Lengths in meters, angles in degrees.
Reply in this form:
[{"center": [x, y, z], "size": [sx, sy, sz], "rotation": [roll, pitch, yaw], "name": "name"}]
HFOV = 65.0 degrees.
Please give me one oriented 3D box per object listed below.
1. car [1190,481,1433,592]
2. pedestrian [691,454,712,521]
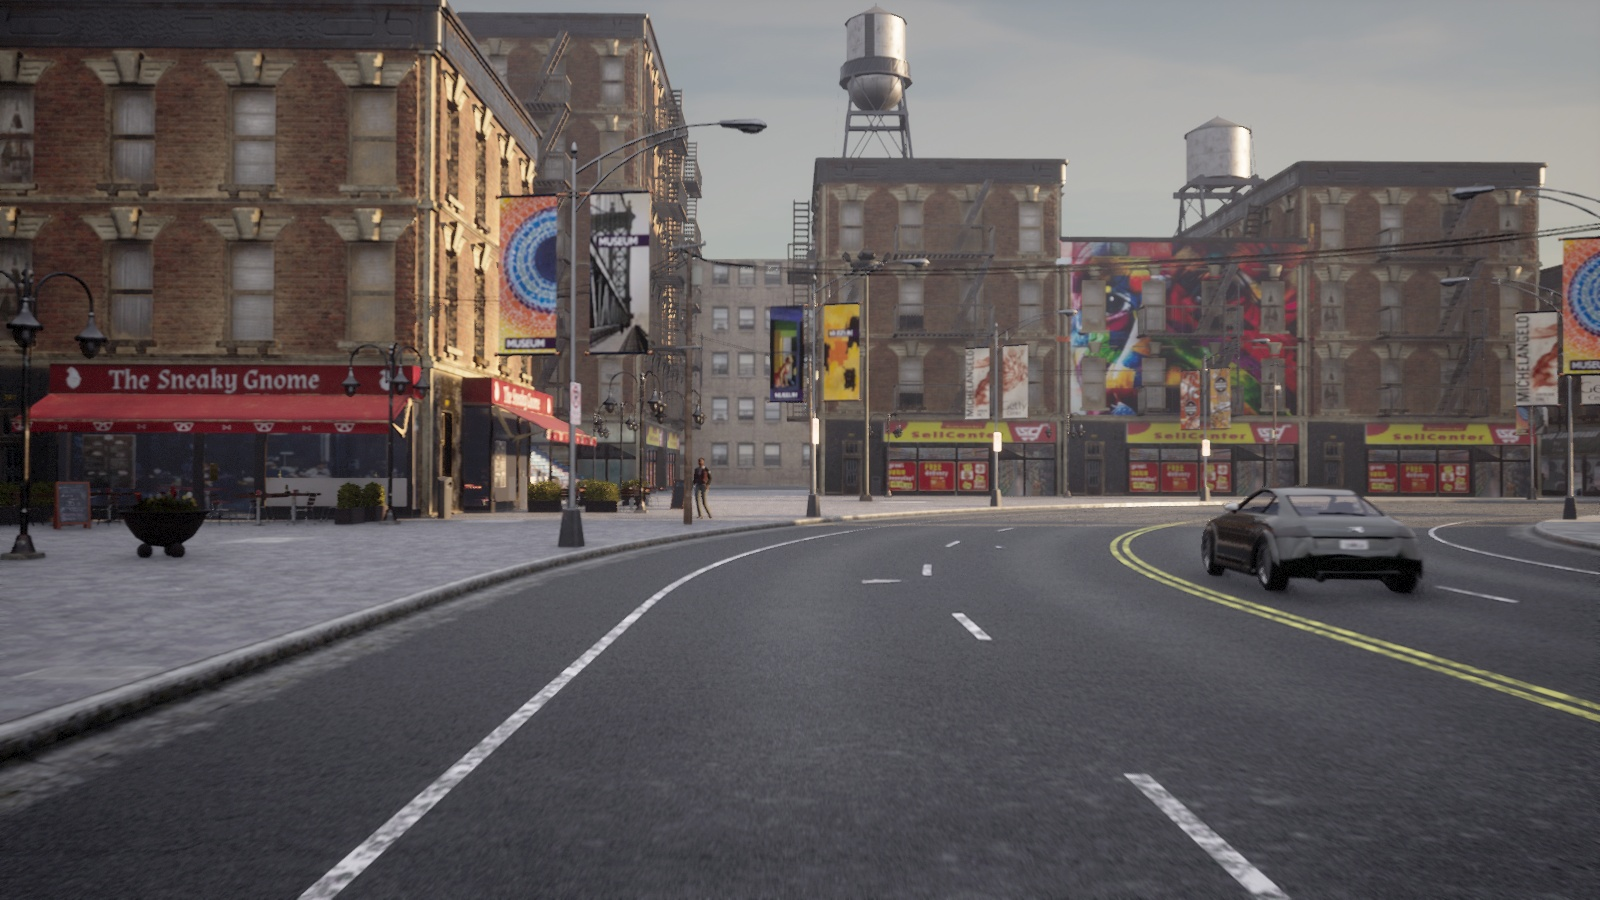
[{"center": [7.182, 1.154, 18.140], "size": [1.994, 1.385, 4.181], "rotation": [0, -1, 3], "name": "car"}, {"center": [-2.865, 1.094, 36.472], "size": [0.402, 1.930, 0.666], "rotation": [-1, -1, 17], "name": "pedestrian"}]
